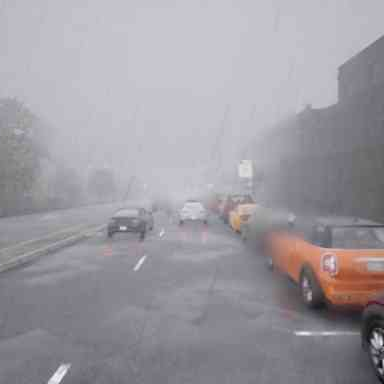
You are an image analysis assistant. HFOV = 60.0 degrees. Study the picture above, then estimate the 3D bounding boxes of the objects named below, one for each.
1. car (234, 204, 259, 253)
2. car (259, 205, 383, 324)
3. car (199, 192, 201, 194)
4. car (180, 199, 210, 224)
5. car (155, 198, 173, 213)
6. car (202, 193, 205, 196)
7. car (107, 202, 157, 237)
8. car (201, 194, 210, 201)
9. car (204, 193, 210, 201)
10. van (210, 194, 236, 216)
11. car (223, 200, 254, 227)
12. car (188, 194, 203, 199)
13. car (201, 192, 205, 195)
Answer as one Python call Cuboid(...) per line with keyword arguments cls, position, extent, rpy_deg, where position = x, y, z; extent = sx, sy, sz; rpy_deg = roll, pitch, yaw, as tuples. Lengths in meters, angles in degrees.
Cuboid(cls="car", position=(3.229, 1.449, 13.530), extent=(2.231, 1.521, 4.892), rpy_deg=(0, 0, 0))
Cuboid(cls="car", position=(3.227, 1.335, 7.980), extent=(2.185, 1.767, 4.553), rpy_deg=(0, 0, 0))
Cuboid(cls="car", position=(3.245, 1.178, 74.157), extent=(2.185, 1.767, 4.553), rpy_deg=(0, 0, 0))
Cuboid(cls="car", position=(0.106, 1.468, 24.103), extent=(1.812, 1.442, 4.674), rpy_deg=(0, 0, 0))
Cuboid(cls="car", position=(-3.141, 1.419, 35.683), extent=(1.837, 1.490, 4.892), rpy_deg=(0, 0, 0))
Cuboid(cls="car", position=(3.239, 1.344, 57.606), extent=(2.231, 1.521, 4.892), rpy_deg=(0, 0, 0))
Cuboid(cls="car", position=(-3.158, 1.484, 17.517), extent=(1.812, 1.442, 4.674), rpy_deg=(0, 0, 0))
Cuboid(cls="car", position=(3.244, 1.286, 79.900), extent=(1.946, 1.575, 5.366), rpy_deg=(0, 0, 0))
Cuboid(cls="car", position=(3.237, 1.243, 46.655), extent=(2.185, 1.767, 4.553), rpy_deg=(0, 0, 0))
Cuboid(cls="van", position=(3.234, 1.169, 35.753), extent=(1.878, 1.987, 4.442), rpy_deg=(0, 0, 0))
Cuboid(cls="car", position=(3.230, 1.434, 19.056), extent=(2.097, 1.535, 5.008), rpy_deg=(0, 0, 0))
Cuboid(cls="car", position=(0.110, 1.406, 41.570), extent=(1.837, 1.490, 4.892), rpy_deg=(0, 0, 0))
Cuboid(cls="car", position=(3.241, 1.313, 68.847), extent=(1.946, 1.575, 5.366), rpy_deg=(0, 0, 0))
